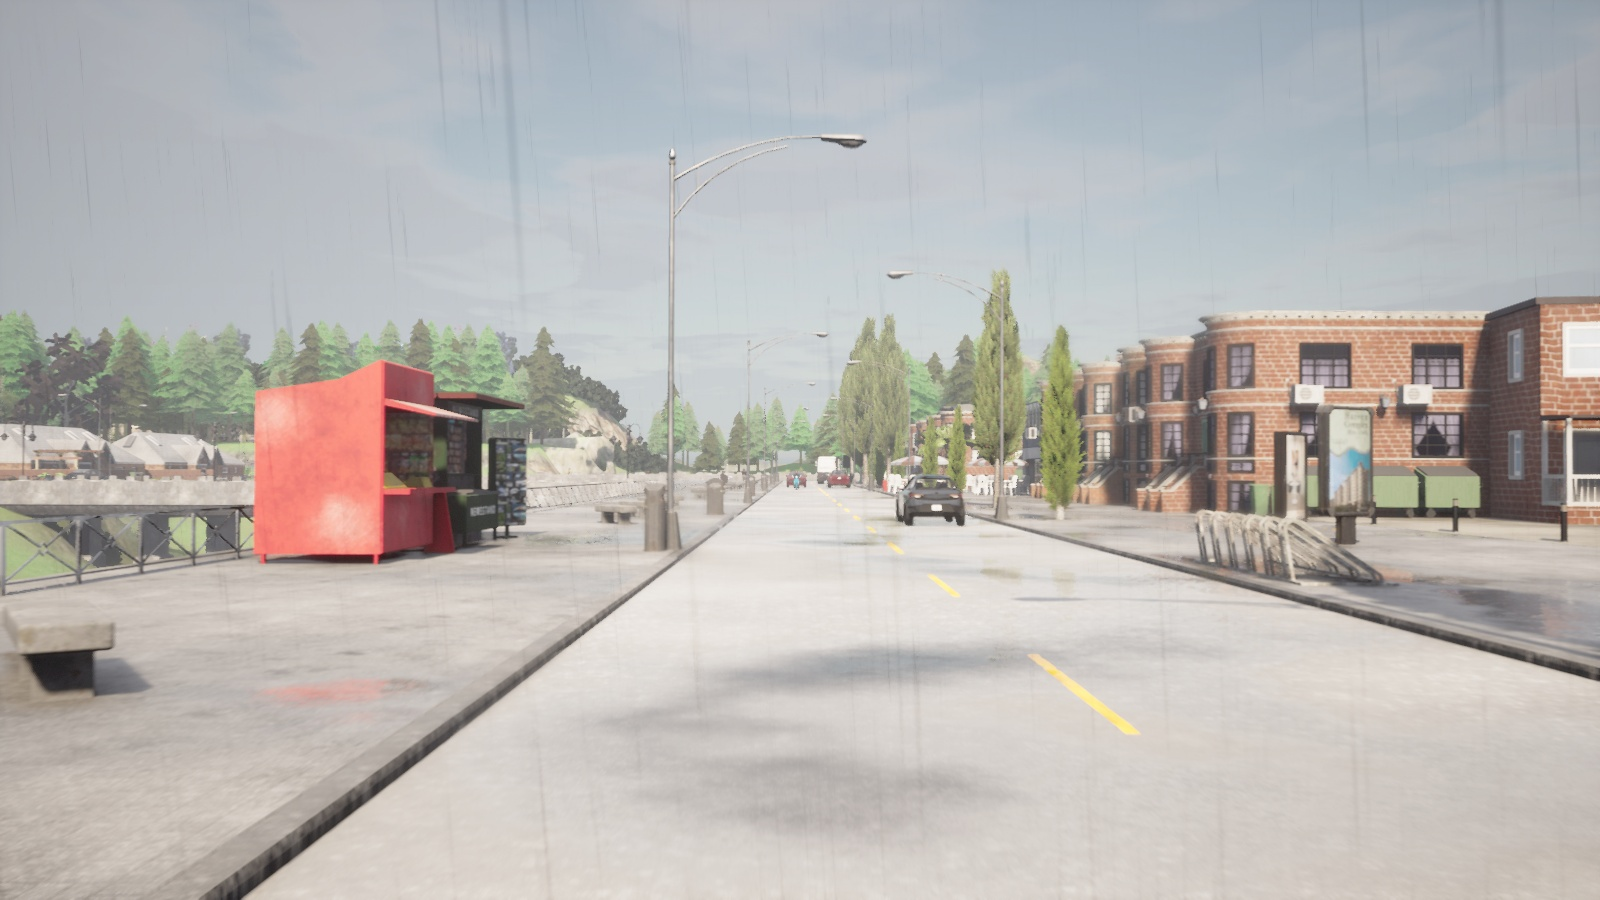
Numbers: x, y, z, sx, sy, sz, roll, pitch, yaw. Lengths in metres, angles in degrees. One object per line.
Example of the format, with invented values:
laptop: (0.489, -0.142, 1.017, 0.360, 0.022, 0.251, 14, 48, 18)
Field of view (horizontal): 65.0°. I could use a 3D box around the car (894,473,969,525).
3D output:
car: (3.901, 1.448, 37.975, 1.816, 1.474, 4.193, 0, -1, 0)
